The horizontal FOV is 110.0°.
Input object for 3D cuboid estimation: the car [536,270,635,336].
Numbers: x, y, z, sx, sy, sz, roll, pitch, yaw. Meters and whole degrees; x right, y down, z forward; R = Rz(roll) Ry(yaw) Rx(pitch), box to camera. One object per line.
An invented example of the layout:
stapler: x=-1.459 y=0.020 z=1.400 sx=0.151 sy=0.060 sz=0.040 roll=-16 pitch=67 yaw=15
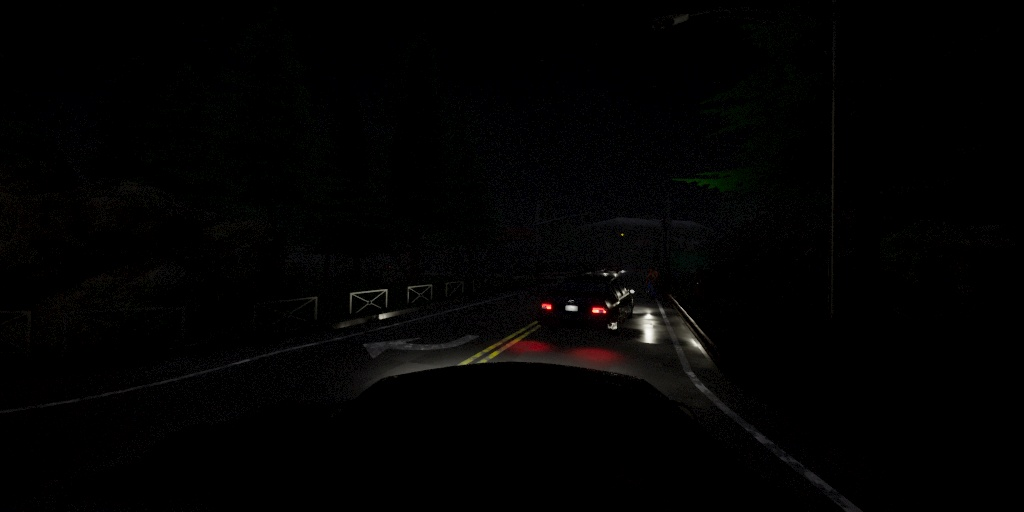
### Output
car: x=2.361 y=1.263 z=10.315 sx=2.033 sy=1.411 sz=5.357 roll=1 pitch=-1 yaw=24

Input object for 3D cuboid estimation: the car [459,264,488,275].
car: x=-5.109 y=1.721 z=44.816 sx=4.181 sy=1.385 sz=1.994 roll=1 pitch=-1 yaw=20

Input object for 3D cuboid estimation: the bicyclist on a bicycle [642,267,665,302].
bicyclist on a bicycle: x=6.524 y=1.313 z=16.498 sx=1.656 sy=1.620 sz=0.582 roll=1 pitch=-1 yaw=-31

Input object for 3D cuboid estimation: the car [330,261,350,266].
car: x=-24.236 y=1.460 z=52.158 sx=5.357 sy=1.411 sz=2.033 roll=1 pitch=-1 yaw=24

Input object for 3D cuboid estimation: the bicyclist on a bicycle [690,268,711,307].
bicyclist on a bicycle: x=7.960 y=1.325 z=15.107 sx=1.656 sy=1.620 sz=0.582 roll=1 pitch=-1 yaw=-34

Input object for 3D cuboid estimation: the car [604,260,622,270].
car: x=16.690 y=1.772 z=59.856 sx=2.150 sy=2.045 sz=5.566 roll=1 pitch=-1 yaw=20

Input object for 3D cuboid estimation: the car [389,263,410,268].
car: x=-14.488 y=1.600 z=48.270 sx=4.181 sy=1.385 sz=1.994 roll=1 pitch=-1 yaw=21
